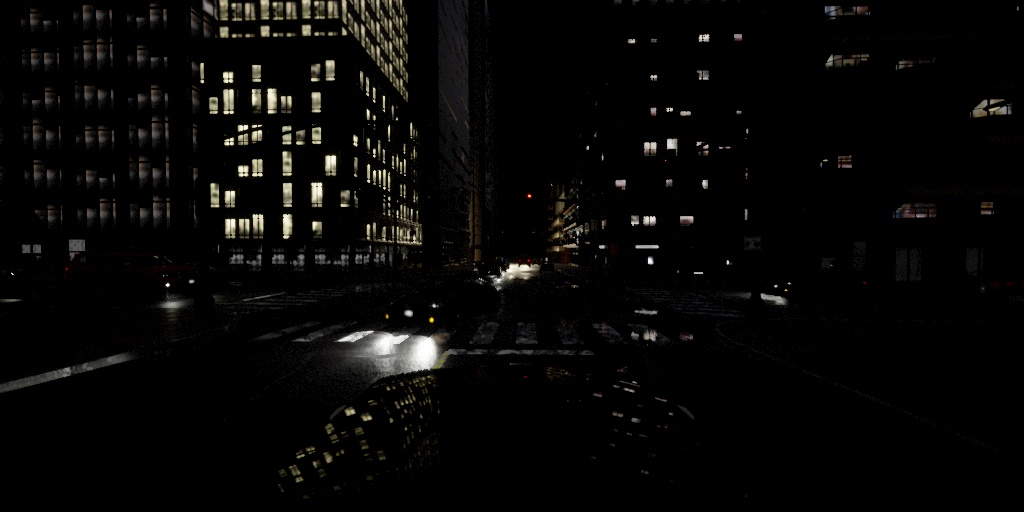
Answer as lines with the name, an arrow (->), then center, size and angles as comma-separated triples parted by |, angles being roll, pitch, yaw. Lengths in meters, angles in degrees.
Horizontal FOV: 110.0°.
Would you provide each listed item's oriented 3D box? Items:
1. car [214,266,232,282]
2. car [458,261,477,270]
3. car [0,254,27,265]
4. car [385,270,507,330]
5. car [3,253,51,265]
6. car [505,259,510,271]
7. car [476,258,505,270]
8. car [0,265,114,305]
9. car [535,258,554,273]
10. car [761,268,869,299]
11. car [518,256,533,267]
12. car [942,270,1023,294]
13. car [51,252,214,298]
car -> -20.961, 1.029, 23.269 | 4.829, 1.417, 1.751 | 0, 0, 3
car -> -4.505, 1.265, 36.856 | 1.751, 1.417, 4.829 | 0, 0, 2
car -> -27.860, 0.893, 17.829 | 4.553, 1.767, 2.097 | 0, 1, 3
car -> -1.958, 1.311, 11.218 | 1.994, 1.385, 4.181 | 0, 0, 23
car -> -32.893, 0.713, 23.886 | 5.009, 1.841, 2.192 | 0, 0, 3
car -> -1.636, 1.302, 44.650 | 1.994, 1.385, 4.181 | 0, 0, 2
car -> -1.984, 1.245, 34.753 | 1.837, 1.490, 4.892 | 0, 0, 2
car -> -19.869, 1.204, 14.892 | 4.403, 1.370, 2.007 | 0, 0, 3
car -> 4.071, 1.289, 42.388 | 2.007, 1.370, 4.403 | 0, 0, 2
car -> 15.987, 1.423, 18.905 | 4.181, 1.385, 1.994 | 0, 1, 3
car -> 2.207, 0.955, 63.500 | 2.150, 2.045, 5.566 | 0, 0, 2
car -> 28.028, 1.461, 20.921 | 4.507, 1.381, 1.888 | 0, 0, 3
car -> -18.152, 0.846, 17.355 | 5.566, 2.045, 2.150 | 1, 1, 3
